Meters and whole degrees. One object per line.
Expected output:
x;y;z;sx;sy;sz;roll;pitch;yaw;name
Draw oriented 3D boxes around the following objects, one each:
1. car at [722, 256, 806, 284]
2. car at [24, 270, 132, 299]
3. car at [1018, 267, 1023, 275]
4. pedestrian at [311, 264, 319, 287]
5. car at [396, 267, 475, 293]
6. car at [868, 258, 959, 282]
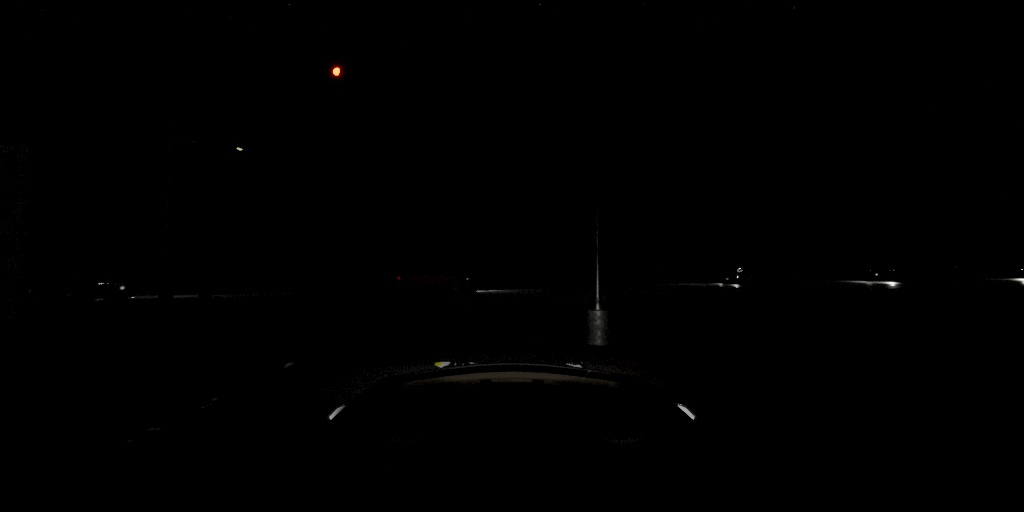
16.280;0.875;23.413;4.553;1.767;2.097;-1;-2;0;car
-23.966;1.530;19.802;4.902;1.511;2.128;-1;-2;0;car
36.724;0.751;23.353;5.357;1.411;2.033;-1;-2;0;car
-15.062;1.466;27.383;0.375;1.860;0.375;0;-1;0;pedestrian
-4.153;1.299;19.754;4.181;1.385;1.994;-1;-2;0;car
26.129;0.891;23.386;4.674;1.442;1.812;-1;-2;1;car
